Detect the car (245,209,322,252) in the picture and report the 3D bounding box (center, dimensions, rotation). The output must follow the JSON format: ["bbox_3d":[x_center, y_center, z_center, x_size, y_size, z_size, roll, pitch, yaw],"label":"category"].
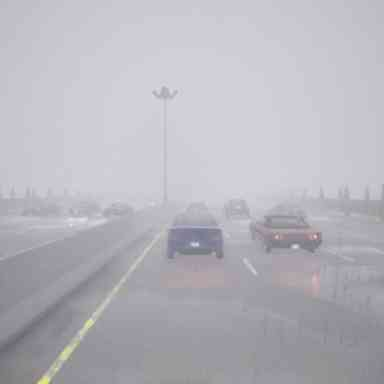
[{"bbox_3d":[3.626,1.602,13.808,1.895,1.301,4.718,0,0,0],"label":"car"}]

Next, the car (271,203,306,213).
[{"bbox_3d":[7.347,1.550,25.807,2.033,1.411,5.357,0,0,2],"label":"car"}]

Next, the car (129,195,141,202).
[{"bbox_3d":[-12.422,1.355,72.503,2.097,1.767,4.553,0,0,2],"label":"car"}]

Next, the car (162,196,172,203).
[{"bbox_3d":[-5.427,1.595,72.241,1.895,1.301,4.718,0,0,2],"label":"car"}]

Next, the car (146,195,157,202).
[{"bbox_3d":[-8.900,1.502,73.205,2.128,1.511,4.902,0,0,2],"label":"car"}]

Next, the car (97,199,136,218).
[{"bbox_3d":[-6.731,1.604,30.329,1.895,1.301,4.718,0,0,2],"label":"car"}]

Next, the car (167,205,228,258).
[{"bbox_3d":[0.119,1.479,12.786,1.882,1.535,5.008,0,0,0],"label":"car"}]

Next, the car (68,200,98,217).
[{"bbox_3d":[-10.186,1.495,31.900,2.128,1.511,4.902,0,0,2],"label":"car"}]

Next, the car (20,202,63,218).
[{"bbox_3d":[-13.729,1.605,30.519,1.895,1.301,4.718,0,0,2],"label":"car"}]

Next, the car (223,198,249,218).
[{"bbox_3d":[3.979,1.355,30.476,2.097,1.767,4.553,0,0,2],"label":"car"}]

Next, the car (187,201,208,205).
[{"bbox_3d":[0.498,1.567,31.183,1.994,1.385,4.181,0,0,2],"label":"car"}]
